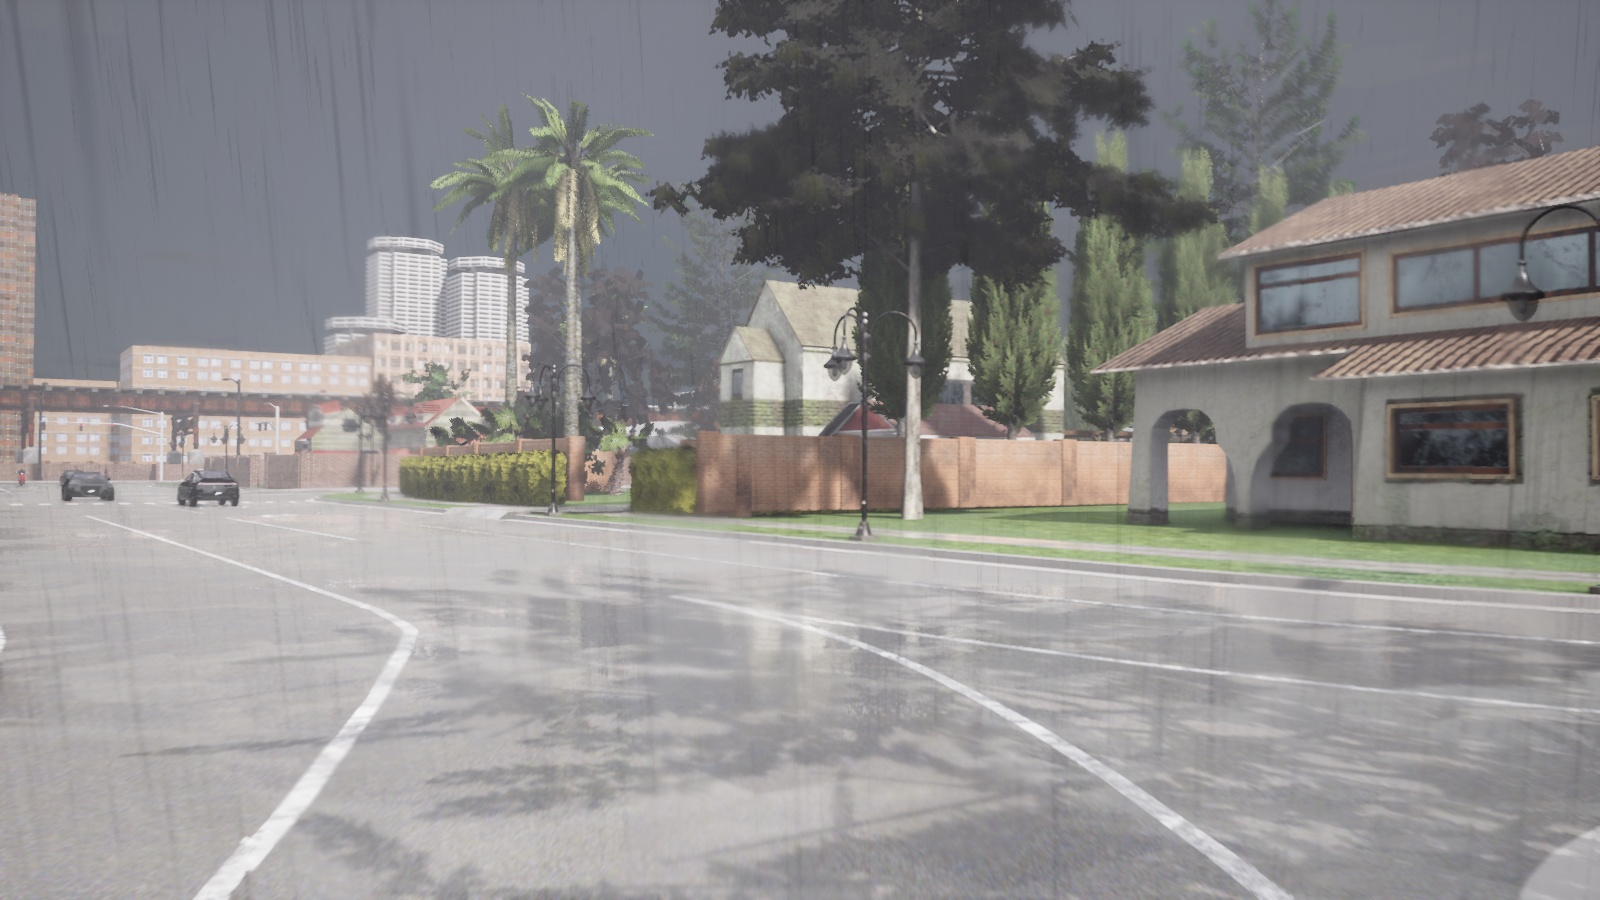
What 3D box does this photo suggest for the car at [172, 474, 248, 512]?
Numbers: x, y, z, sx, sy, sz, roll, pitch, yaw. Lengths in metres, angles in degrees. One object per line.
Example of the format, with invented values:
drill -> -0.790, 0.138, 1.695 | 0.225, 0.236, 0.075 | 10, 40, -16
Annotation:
car -> -24.815, 1.753, 52.730 | 2.128, 1.511, 4.902 | 0, -1, -34

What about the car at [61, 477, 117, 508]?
car -> -33.932, 2.017, 59.881 | 1.994, 1.385, 4.181 | 0, -1, -34
